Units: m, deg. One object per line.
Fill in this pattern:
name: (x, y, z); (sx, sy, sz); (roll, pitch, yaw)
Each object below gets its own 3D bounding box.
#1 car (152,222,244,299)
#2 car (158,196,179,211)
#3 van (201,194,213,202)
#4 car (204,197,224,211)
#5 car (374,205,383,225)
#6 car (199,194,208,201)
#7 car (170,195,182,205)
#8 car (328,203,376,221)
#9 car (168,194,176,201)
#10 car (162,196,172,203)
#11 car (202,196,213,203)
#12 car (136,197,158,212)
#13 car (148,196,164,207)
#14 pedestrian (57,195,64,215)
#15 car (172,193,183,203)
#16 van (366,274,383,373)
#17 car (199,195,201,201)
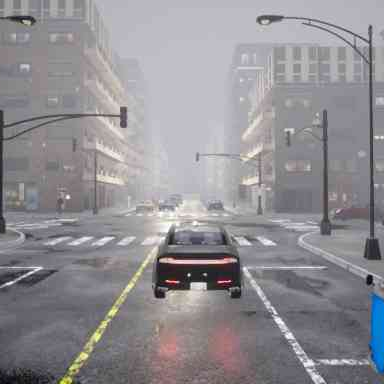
car: (0.123, 1.494, 8.454); (2.128, 1.511, 4.902); (0, 0, 0)
car: (-2.995, 1.562, 40.910); (2.033, 1.411, 5.357); (0, 0, 0)
van: (2.854, 1.362, 56.838); (1.690, 1.788, 3.998); (1, 0, 0)
car: (2.807, 1.580, 39.911); (1.947, 1.339, 4.313); (1, 0, 0)
car: (13.590, 1.583, 19.687); (4.313, 1.339, 1.947); (0, -1, 1)
car: (2.928, 1.352, 85.051); (2.192, 1.841, 5.009); (1, 0, 0)
car: (-2.961, 1.544, 50.813); (1.812, 1.442, 4.674); (0, 0, 0)
car: (13.715, 1.608, 28.068); (4.097, 1.590, 1.967); (0, -1, 1)
car: (-5.439, 1.480, 90.717); (1.967, 1.590, 4.097); (1, 0, 0)
car: (-5.485, 1.575, 73.789); (1.887, 1.381, 4.507); (1, 0, 0)
car: (2.821, 1.567, 45.554); (2.008, 1.369, 4.403); (1, 0, 0)
car: (-5.573, 1.539, 39.763); (1.752, 1.417, 4.829); (1, 0, 0)
car: (-5.542, 1.459, 51.218); (1.967, 1.590, 4.097); (1, 0, 0)
pedestrian: (-12.457, 1.217, 31.392); (0.375, 1.860, 0.375); (0, -1, 1)
car: (-2.902, 1.245, 61.551); (2.150, 2.045, 5.566); (0, 0, 1)
van: (2.679, 1.342, 1.965); (1.690, 1.788, 3.998); (1, 0, 0)
car: (2.881, 1.552, 68.294); (1.752, 1.417, 4.829); (1, 0, 0)
